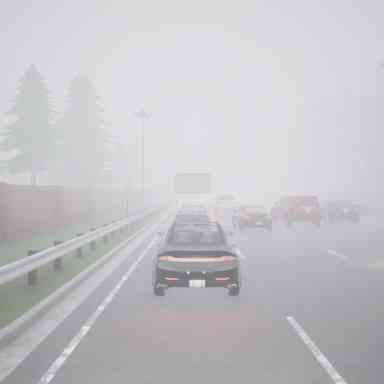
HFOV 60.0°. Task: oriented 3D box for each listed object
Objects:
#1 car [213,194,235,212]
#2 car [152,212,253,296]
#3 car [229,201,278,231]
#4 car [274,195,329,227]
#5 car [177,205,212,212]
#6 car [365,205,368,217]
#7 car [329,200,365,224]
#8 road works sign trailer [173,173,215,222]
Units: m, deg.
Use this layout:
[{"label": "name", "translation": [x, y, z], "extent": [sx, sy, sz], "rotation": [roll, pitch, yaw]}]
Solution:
[{"label": "car", "translation": [3.582, 1.219, 37.001], "extent": [2.150, 2.045, 5.566], "rotation": [0, 0, 0]}, {"label": "car", "translation": [0.096, 1.491, 8.627], "extent": [2.128, 1.511, 4.902], "rotation": [0, 0, 0]}, {"label": "car", "translation": [3.591, 1.524, 20.261], "extent": [1.812, 1.442, 4.674], "rotation": [0, 0, 0]}, {"label": "car", "translation": [7.089, 1.222, 22.983], "extent": [2.150, 2.045, 5.566], "rotation": [0, 0, 0]}, {"label": "car", "translation": [0.113, 1.472, 19.049], "extent": [1.882, 1.535, 5.008], "rotation": [0, 0, 4]}, {"label": "car", "translation": [14.086, 1.475, 30.448], "extent": [1.882, 1.535, 5.008], "rotation": [0, 0, 0]}, {"label": "car", "translation": [10.587, 1.349, 25.026], "extent": [2.097, 1.767, 4.553], "rotation": [0, 0, 0]}, {"label": "road works sign trailer", "translation": [0.061, 0.463, 22.969], "extent": [2.380, 3.560, 2.880], "rotation": [0, 0, -2]}]
